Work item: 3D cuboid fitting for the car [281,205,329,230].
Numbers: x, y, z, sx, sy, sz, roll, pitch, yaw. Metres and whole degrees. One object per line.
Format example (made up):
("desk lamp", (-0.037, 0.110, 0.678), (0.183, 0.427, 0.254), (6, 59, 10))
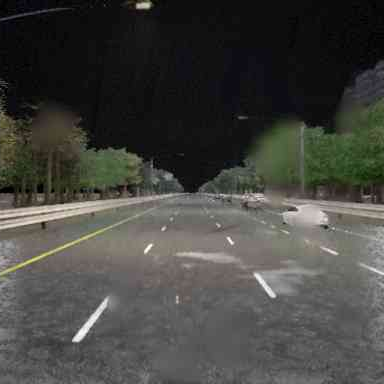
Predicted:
("car", (7.020, 1.538, 20.975), (1.812, 1.442, 4.674), (0, 0, 0))

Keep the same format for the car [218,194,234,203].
("car", (7.167, 1.507, 70.012), (1.837, 1.490, 4.892), (0, 0, 0))

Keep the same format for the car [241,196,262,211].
("car", (7.074, 1.498, 39.877), (2.128, 1.511, 4.902), (0, 0, 0))
